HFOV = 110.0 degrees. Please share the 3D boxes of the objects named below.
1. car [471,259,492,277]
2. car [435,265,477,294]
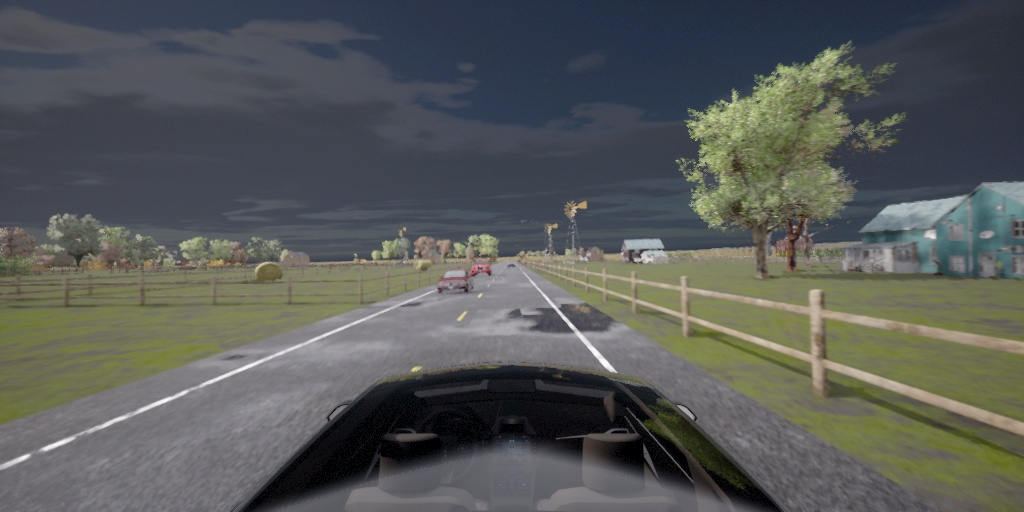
[{"bbox_3d":[-3.592,1.402,43.396,2.150,2.045,5.566,-2,-1,0],"label":"car"},{"bbox_3d":[-3.560,1.586,23.141,1.812,1.442,4.674,-2,0,0],"label":"car"}]
